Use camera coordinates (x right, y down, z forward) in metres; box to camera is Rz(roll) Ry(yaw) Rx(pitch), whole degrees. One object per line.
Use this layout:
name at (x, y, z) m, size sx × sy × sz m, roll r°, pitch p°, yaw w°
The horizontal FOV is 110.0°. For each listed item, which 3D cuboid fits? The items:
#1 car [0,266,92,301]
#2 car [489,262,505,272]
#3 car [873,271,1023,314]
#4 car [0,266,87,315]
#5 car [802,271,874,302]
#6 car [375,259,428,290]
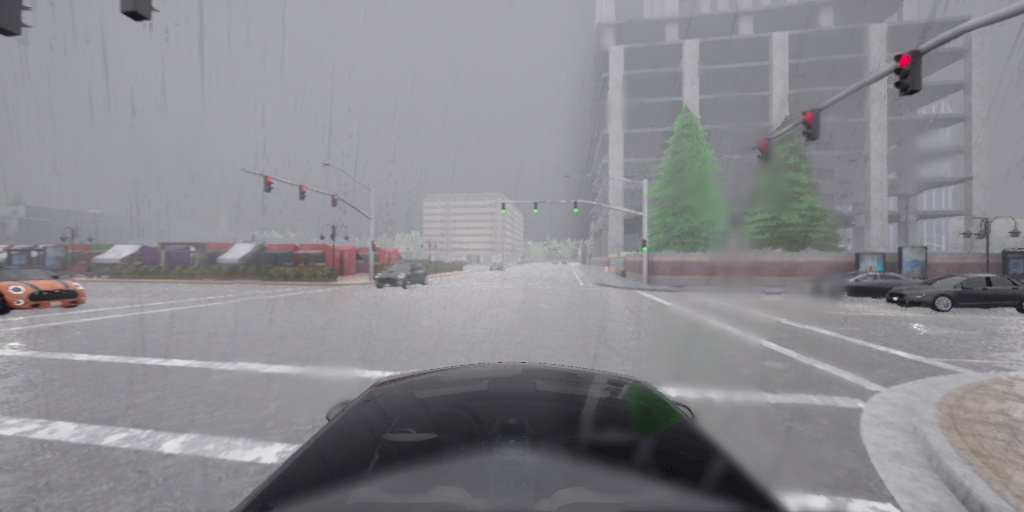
car at (-24.443, 1.316, 17.963) m, size 4.902 × 1.511 × 2.128 m, roll 0°, pitch -1°, yaw 9°
car at (-2.380, 1.774, 58.066) m, size 2.128 × 1.511 × 4.902 m, roll 0°, pitch 0°, yaw 9°
car at (18.671, 1.515, 14.856) m, size 4.892 × 1.490 × 1.837 m, roll -1°, pitch -1°, yaw 9°
car at (-18.948, 1.166, 13.544) m, size 4.553 × 1.767 × 2.097 m, roll 0°, pitch -1°, yaw 9°
car at (17.987, 1.535, 18.509) m, size 4.902 × 1.511 × 2.128 m, roll 0°, pitch -1°, yaw 9°
car at (-7.447, 1.246, 24.566) m, size 2.097 × 1.767 × 4.553 m, roll 0°, pitch 0°, yaw 9°
